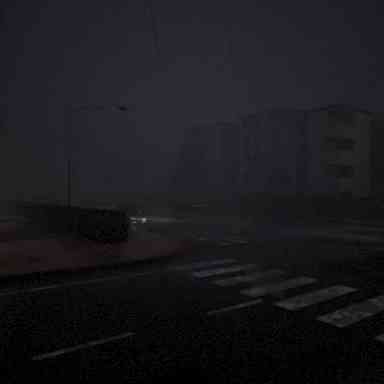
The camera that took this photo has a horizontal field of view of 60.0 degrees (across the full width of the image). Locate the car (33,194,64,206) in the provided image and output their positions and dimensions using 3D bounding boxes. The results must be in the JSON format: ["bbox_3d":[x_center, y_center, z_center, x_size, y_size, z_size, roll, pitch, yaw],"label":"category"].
[{"bbox_3d":[-21.685,1.330,49.428,2.150,2.045,5.566,1,-1,-44],"label":"car"}]

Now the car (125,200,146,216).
[{"bbox_3d":[-6.504,1.650,34.849,2.128,1.511,4.902,1,0,-36],"label":"car"}]

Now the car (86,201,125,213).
[{"bbox_3d":[-8.481,1.598,31.602,1.882,1.535,5.008,1,0,-36],"label":"car"}]

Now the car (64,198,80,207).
[{"bbox_3d":[-19.041,1.679,51.693,1.812,1.442,4.674,1,-1,-43],"label":"car"}]

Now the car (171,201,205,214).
[{"bbox_3d":[-0.540,1.744,38.817,2.128,1.511,4.902,0,0,-37],"label":"car"}]
